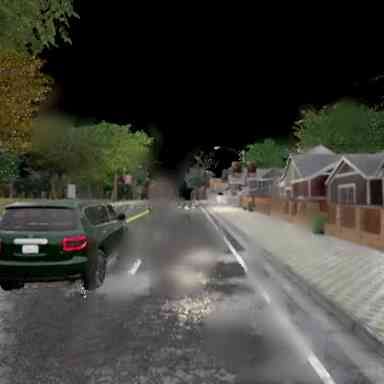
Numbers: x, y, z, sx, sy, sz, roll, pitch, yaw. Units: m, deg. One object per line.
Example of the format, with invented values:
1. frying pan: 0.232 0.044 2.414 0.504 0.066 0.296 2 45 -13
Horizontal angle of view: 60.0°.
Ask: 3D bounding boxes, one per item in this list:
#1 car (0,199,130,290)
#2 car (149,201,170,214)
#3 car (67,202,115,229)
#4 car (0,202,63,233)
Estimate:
1. car: -3.190 1.210 9.220 2.150 2.045 5.566 0 0 0
2. car: -3.324 1.585 34.644 1.895 1.301 4.718 0 0 0
3. car: -6.706 1.491 22.652 1.837 1.490 4.892 0 0 0
4. car: -9.949 1.472 20.819 1.882 1.535 5.008 0 0 0
